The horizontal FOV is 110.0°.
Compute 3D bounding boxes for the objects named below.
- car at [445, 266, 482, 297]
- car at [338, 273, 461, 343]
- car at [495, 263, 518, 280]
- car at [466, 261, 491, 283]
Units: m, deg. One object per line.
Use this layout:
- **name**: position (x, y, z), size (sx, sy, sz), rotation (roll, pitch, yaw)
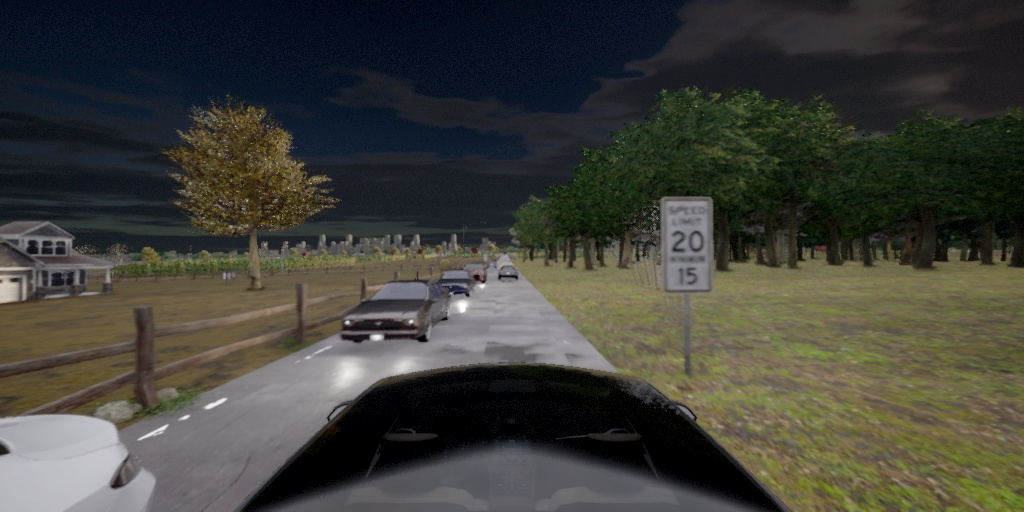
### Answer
- **car**: position (-3.100, 1.485, 20.583), size (2.033, 1.411, 5.357), rotation (0, 0, -1)
- **car**: position (-2.944, 1.395, 10.385), size (2.033, 1.411, 5.357), rotation (0, -1, -1)
- **car**: position (-0.400, 1.614, 36.114), size (1.994, 1.385, 4.181), rotation (0, 0, -1)
- **car**: position (-3.218, 1.380, 30.849), size (2.097, 1.767, 4.553), rotation (0, 0, -1)
